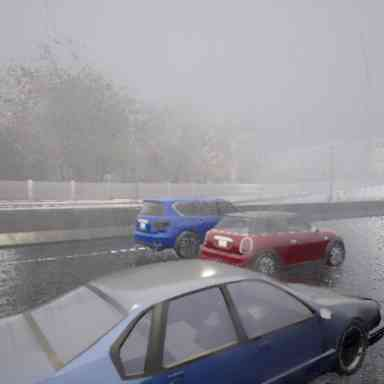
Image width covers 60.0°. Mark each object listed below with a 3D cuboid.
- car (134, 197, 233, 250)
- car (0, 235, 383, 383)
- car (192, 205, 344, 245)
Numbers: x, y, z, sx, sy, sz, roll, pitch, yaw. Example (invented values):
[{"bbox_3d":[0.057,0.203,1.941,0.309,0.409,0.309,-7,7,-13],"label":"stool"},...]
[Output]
[{"bbox_3d":[0.534,1.221,12.728,5.566,2.045,2.150,0,0,-35],"label":"car"},{"bbox_3d":[0.095,1.547,3.815,5.357,1.411,2.033,0,0,-36],"label":"car"},{"bbox_3d":[2.527,1.351,9.847,4.553,1.767,2.097,0,0,-35],"label":"car"}]
